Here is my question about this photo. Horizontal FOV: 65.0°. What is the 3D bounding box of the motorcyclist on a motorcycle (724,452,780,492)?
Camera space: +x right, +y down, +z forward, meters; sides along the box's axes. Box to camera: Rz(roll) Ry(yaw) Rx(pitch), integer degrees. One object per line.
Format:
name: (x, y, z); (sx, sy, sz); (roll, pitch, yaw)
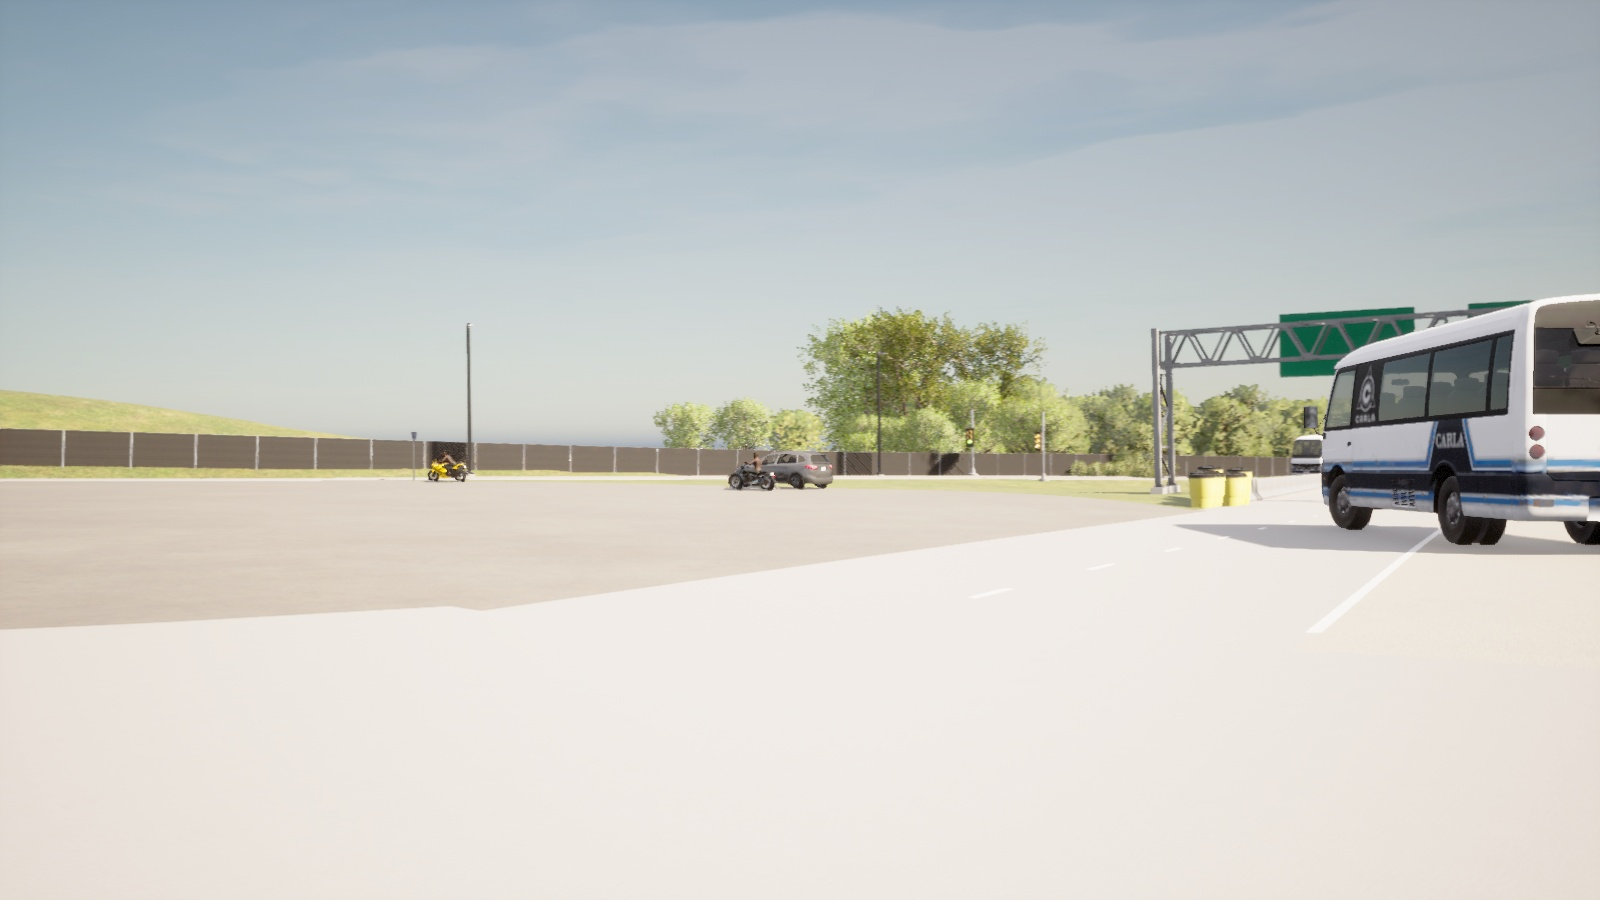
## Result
motorcyclist on a motorcycle: (-2.051, 0.926, 53.361); (2.350, 1.649, 0.766); (0, 0, 34)

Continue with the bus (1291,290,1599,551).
bus: (13.609, -0.411, 25.513); (3.944, 4.253, 10.273); (0, -1, 5)

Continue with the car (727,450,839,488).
car: (-0.786, 0.815, 56.722); (4.611, 1.667, 2.242); (0, 0, 33)

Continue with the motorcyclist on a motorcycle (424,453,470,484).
motorcyclist on a motorcycle: (-17.644, 0.914, 62.737); (2.044, 1.523, 0.797); (0, 0, 7)
